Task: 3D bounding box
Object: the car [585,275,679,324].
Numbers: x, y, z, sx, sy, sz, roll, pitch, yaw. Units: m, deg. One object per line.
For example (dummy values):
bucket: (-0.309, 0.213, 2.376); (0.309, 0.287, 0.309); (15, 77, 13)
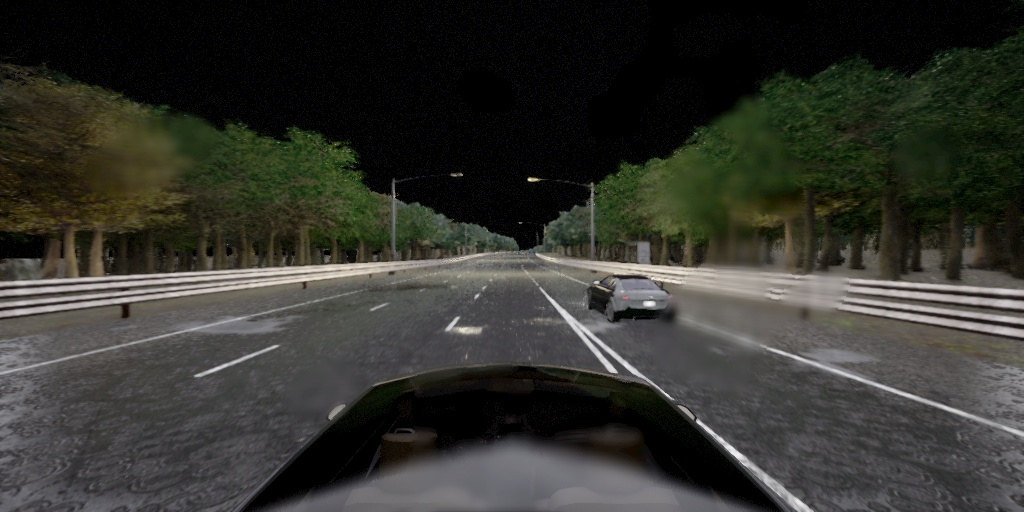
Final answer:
car: (3.805, 1.313, 12.067); (1.994, 1.385, 4.181); (0, 0, -2)
